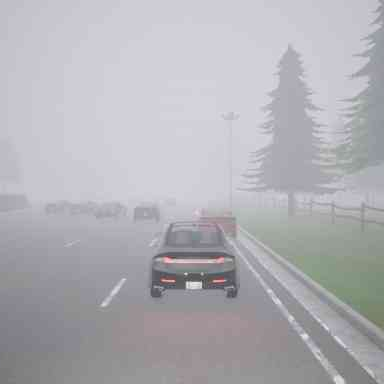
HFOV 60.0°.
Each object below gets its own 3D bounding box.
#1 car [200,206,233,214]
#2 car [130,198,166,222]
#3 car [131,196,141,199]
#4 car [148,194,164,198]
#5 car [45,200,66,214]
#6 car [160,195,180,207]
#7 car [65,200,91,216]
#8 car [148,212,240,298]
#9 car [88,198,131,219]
[{"bbox_3d":[1.229,1.478,17.839,1.882,1.535,5.008,0,0,0],"label":"car"},{"bbox_3d":[-3.394,1.477,26.550,1.882,1.535,5.008,0,0,0],"label":"car"},{"bbox_3d":[-10.385,1.477,61.704,1.882,1.535,5.008,0,0,0],"label":"car"},{"bbox_3d":[-6.884,1.601,64.566,1.895,1.301,4.718,0,0,0],"label":"car"},{"bbox_3d":[-13.905,1.525,35.114,1.812,1.442,4.674,0,0,0],"label":"car"},{"bbox_3d":[-3.386,1.547,51.632,2.033,1.411,5.357,0,0,0],"label":"car"},{"bbox_3d":[-10.406,1.525,32.583,1.812,1.442,4.674,0,0,0],"label":"car"},{"bbox_3d":[0.054,1.492,8.498,2.128,1.511,4.902,0,0,0],"label":"car"},{"bbox_3d":[-6.894,1.547,28.649,2.033,1.411,5.357,0,0,0],"label":"car"}]
